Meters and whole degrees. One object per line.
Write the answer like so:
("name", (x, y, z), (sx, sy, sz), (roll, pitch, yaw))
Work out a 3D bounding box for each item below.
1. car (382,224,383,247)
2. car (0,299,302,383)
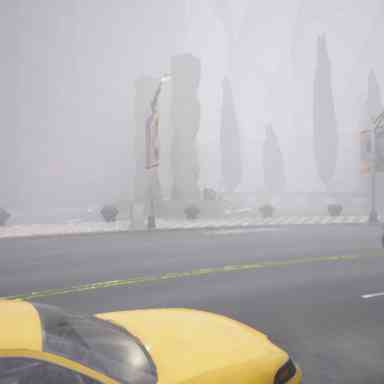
("car", (8.985, 1.257, 10.779), (5.566, 2.045, 2.150), (0, 0, -14))
("car", (-1.466, 1.455, 2.233), (5.366, 1.575, 1.801), (0, 0, -35))
